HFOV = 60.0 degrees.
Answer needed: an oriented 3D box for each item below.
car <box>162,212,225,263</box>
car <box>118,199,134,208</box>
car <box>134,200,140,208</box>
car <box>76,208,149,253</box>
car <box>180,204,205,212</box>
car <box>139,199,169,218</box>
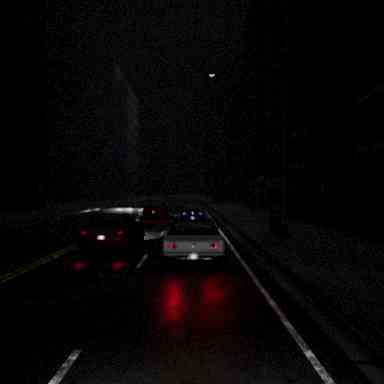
[{"bbox_3d":[0.060,1.609,11.999,1.895,1.301,4.718,0,0,0],"label":"car"},{"bbox_3d":[-9.811,1.671,50.230,1.895,1.301,4.718,0,0,0],"label":"car"},{"bbox_3d":[-6.576,1.629,47.779,1.994,1.385,4.181,0,0,0],"label":"car"},{"bbox_3d":[-3.179,1.574,13.685,1.994,1.385,4.181,0,0,0],"label":"car"},{"bbox_3d":[0.061,1.627,27.016,1.895,1.301,4.718,0,0,0],"label":"car"},{"bbox_3d":[-3.174,1.508,29.973,1.882,1.535,5.008,0,0,1],"label":"car"}]
